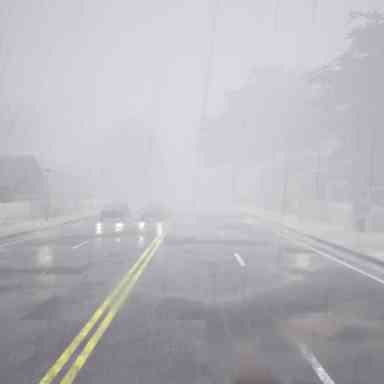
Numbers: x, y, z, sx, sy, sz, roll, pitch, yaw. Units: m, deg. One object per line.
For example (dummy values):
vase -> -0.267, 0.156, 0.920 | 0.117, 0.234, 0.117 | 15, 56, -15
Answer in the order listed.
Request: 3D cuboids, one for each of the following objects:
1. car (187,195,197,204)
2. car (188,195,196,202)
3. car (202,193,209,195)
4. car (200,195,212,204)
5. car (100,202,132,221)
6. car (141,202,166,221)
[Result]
car -> -0.003, 1.752, 70.495 | 1.895, 1.301, 4.718 | 0, 0, 0
car -> -0.003, 1.527, 80.502 | 1.812, 1.442, 4.674 | 0, 0, 0
car -> 3.247, 1.228, 80.532 | 2.150, 2.045, 5.566 | 0, 0, 0
car -> 3.247, 1.752, 70.495 | 1.895, 1.301, 4.718 | 0, 0, 0
car -> -6.506, 1.589, 28.749 | 1.882, 1.535, 5.008 | 0, 0, 0
car -> -3.254, 1.636, 28.820 | 1.812, 1.442, 4.674 | 0, 0, 0
